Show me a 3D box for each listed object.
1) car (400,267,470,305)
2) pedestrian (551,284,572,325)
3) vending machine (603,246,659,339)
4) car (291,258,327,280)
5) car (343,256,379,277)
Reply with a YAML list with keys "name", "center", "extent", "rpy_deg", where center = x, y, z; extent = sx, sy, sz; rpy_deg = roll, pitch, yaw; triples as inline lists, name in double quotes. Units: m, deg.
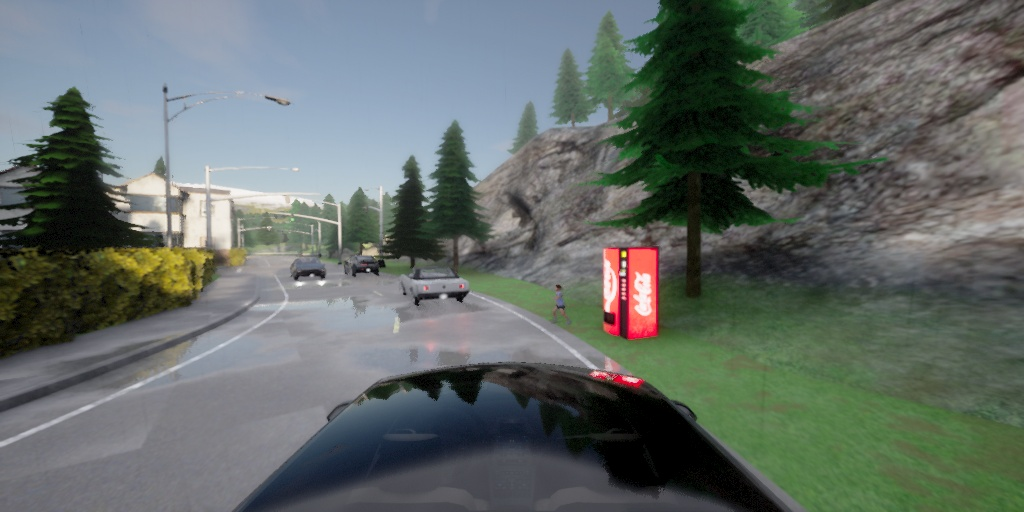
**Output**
- name: "car"
  center: [-3.275, 1.066, 14.368]
  extent: [1.895, 1.301, 4.718]
  rpy_deg: [-1, 1, -24]
- name: "pedestrian"
  center: [1.259, 1.227, 9.313]
  extent: [0.500, 1.100, 0.500]
  rpy_deg: [-1, 1, -15]
- name: "vending machine"
  center: [2.715, 0.769, 8.289]
  extent: [1.100, 2.100, 0.880]
  rpy_deg: [0, 0, -13]
- name: "car"
  center: [-14.338, 0.825, 25.111]
  extent: [2.033, 1.411, 5.357]
  rpy_deg: [-1, 2, -35]
- name: "car"
  center: [-11.459, 0.714, 27.184]
  extent: [1.837, 1.490, 4.892]
  rpy_deg: [-1, 2, -34]
